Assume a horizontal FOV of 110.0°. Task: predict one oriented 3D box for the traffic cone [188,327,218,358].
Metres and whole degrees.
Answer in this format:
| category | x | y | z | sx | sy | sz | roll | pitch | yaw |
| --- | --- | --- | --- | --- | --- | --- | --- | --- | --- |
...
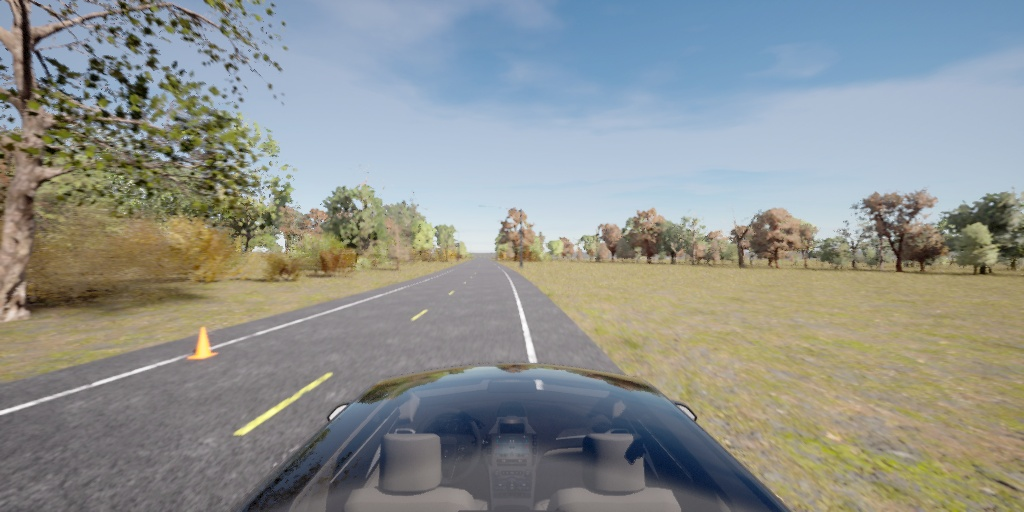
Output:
| category | x | y | z | sx | sy | sz | roll | pitch | yaw |
| --- | --- | --- | --- | --- | --- | --- | --- | --- | --- |
| traffic cone | -6.251 | 1.733 | 7.262 | 0.340 | 0.580 | 0.340 | 0 | 0 | 0 |
